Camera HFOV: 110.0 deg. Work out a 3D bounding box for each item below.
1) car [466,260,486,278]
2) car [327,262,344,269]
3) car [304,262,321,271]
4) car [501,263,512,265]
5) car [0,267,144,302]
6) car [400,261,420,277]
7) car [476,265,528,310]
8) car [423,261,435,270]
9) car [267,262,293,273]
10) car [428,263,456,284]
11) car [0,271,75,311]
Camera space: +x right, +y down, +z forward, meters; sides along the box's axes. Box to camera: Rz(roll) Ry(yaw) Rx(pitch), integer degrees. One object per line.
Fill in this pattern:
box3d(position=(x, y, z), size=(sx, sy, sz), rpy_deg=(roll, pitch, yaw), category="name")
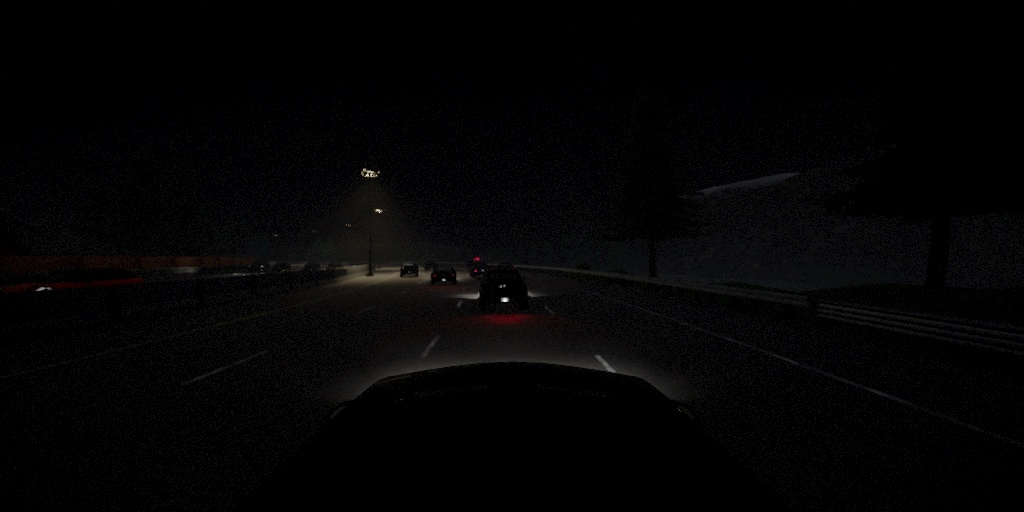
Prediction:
box3d(position=(-3.354, 1.448, 36.823), size=(2.033, 1.411, 5.357), rpy_deg=(0, 0, -12), category="car")
box3d(position=(-26.943, 1.654, 54.823), size=(2.128, 1.511, 4.902), rpy_deg=(0, 0, -19), category="car")
box3d(position=(-31.062, 1.677, 55.912), size=(1.882, 1.535, 5.008), rpy_deg=(0, 0, -20), category="car")
box3d(position=(-0.810, 1.458, 41.068), size=(1.994, 1.385, 4.181), rpy_deg=(0, 0, -13), category="car")
box3d(position=(-18.246, 1.302, 15.006), size=(2.097, 1.767, 4.553), rpy_deg=(0, 0, -5), category="car")
box3d(position=(-11.464, 1.472, 40.297), size=(2.128, 1.511, 4.902), rpy_deg=(0, 0, -14), category="car")
box3d(position=(-0.444, 1.307, 15.192), size=(1.837, 1.490, 4.892), rpy_deg=(0, 0, -5), category="car")
box3d(position=(-13.587, 1.592, 59.642), size=(1.812, 1.442, 4.674), rpy_deg=(0, 0, -20), category="car")
box3d(position=(-33.396, 1.707, 52.096), size=(1.837, 1.490, 4.892), rpy_deg=(0, 0, -19), category="car")
box3d(position=(-5.456, 1.491, 28.807), size=(1.895, 1.301, 4.718), rpy_deg=(0, 0, -10), category="car")
box3d(position=(-21.705, 1.469, 14.562), size=(2.128, 1.511, 4.902), rpy_deg=(0, 0, -5), category="car")
